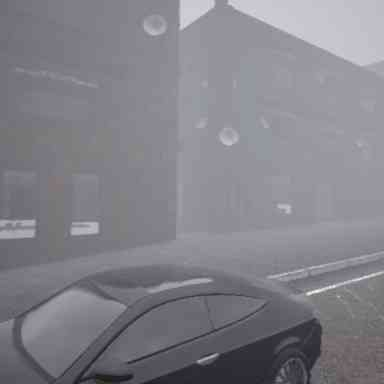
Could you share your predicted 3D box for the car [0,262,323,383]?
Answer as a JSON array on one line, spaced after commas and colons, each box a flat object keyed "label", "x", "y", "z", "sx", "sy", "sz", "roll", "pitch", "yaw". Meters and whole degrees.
[{"label": "car", "x": -0.594, "y": 1.529, "z": 3.262, "sx": 4.674, "sy": 1.442, "sz": 1.812, "roll": 0, "pitch": 0, "yaw": -36}]
